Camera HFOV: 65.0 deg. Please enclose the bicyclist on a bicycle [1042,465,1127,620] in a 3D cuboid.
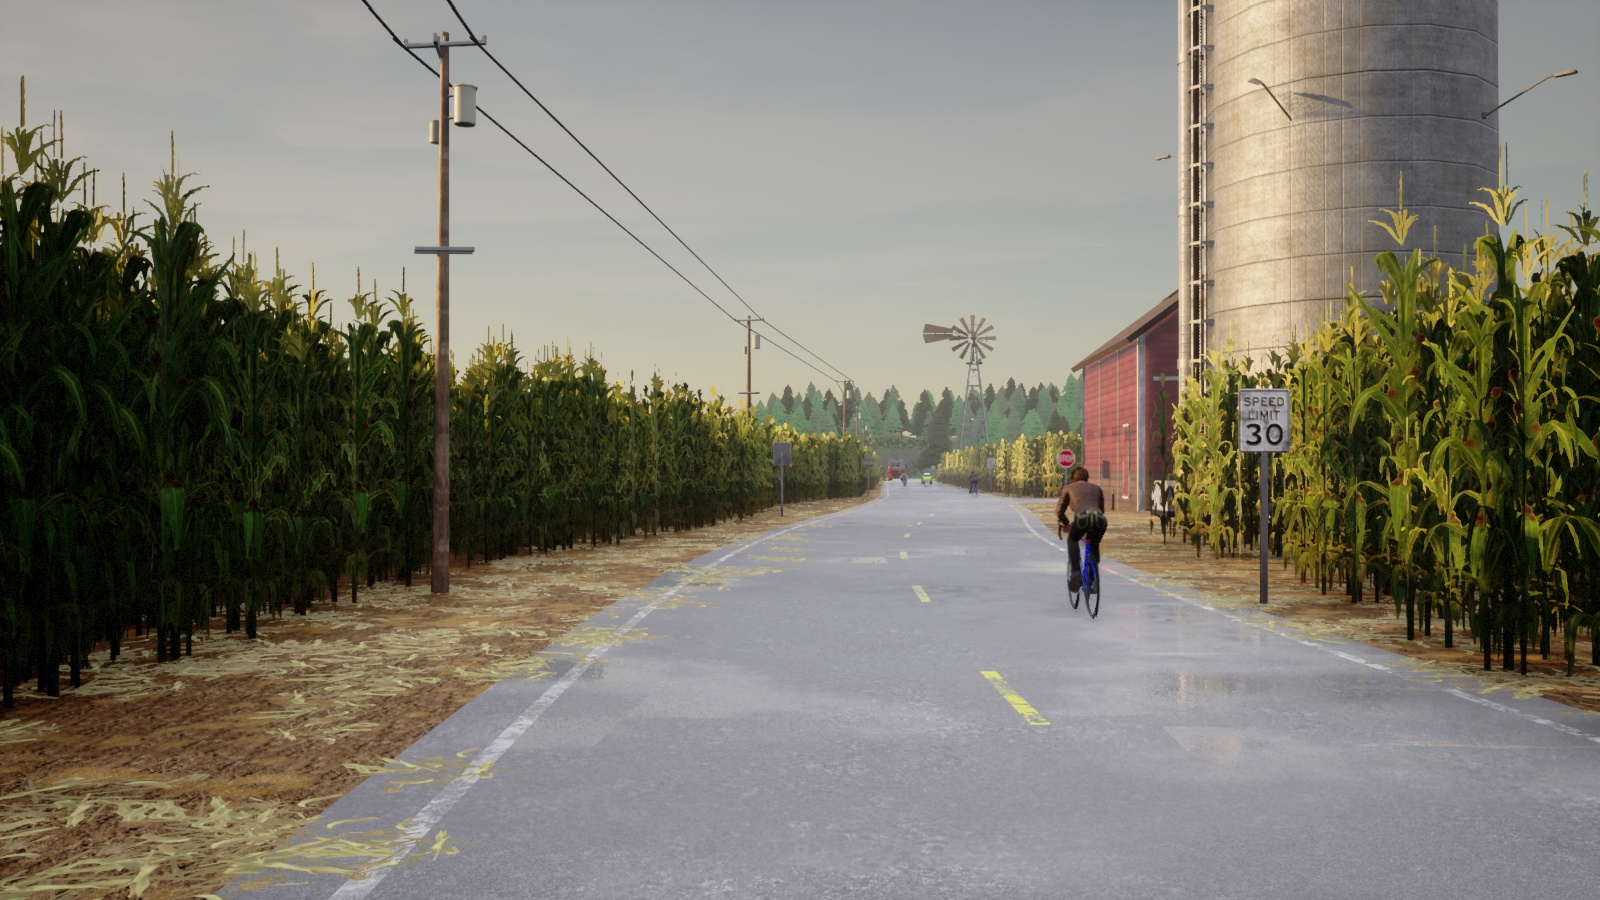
[{"bbox_3d":[3.137,0.989,13.968,0.582,1.620,1.656,0,-1,1],"label":"bicyclist on a bicycle"}]
